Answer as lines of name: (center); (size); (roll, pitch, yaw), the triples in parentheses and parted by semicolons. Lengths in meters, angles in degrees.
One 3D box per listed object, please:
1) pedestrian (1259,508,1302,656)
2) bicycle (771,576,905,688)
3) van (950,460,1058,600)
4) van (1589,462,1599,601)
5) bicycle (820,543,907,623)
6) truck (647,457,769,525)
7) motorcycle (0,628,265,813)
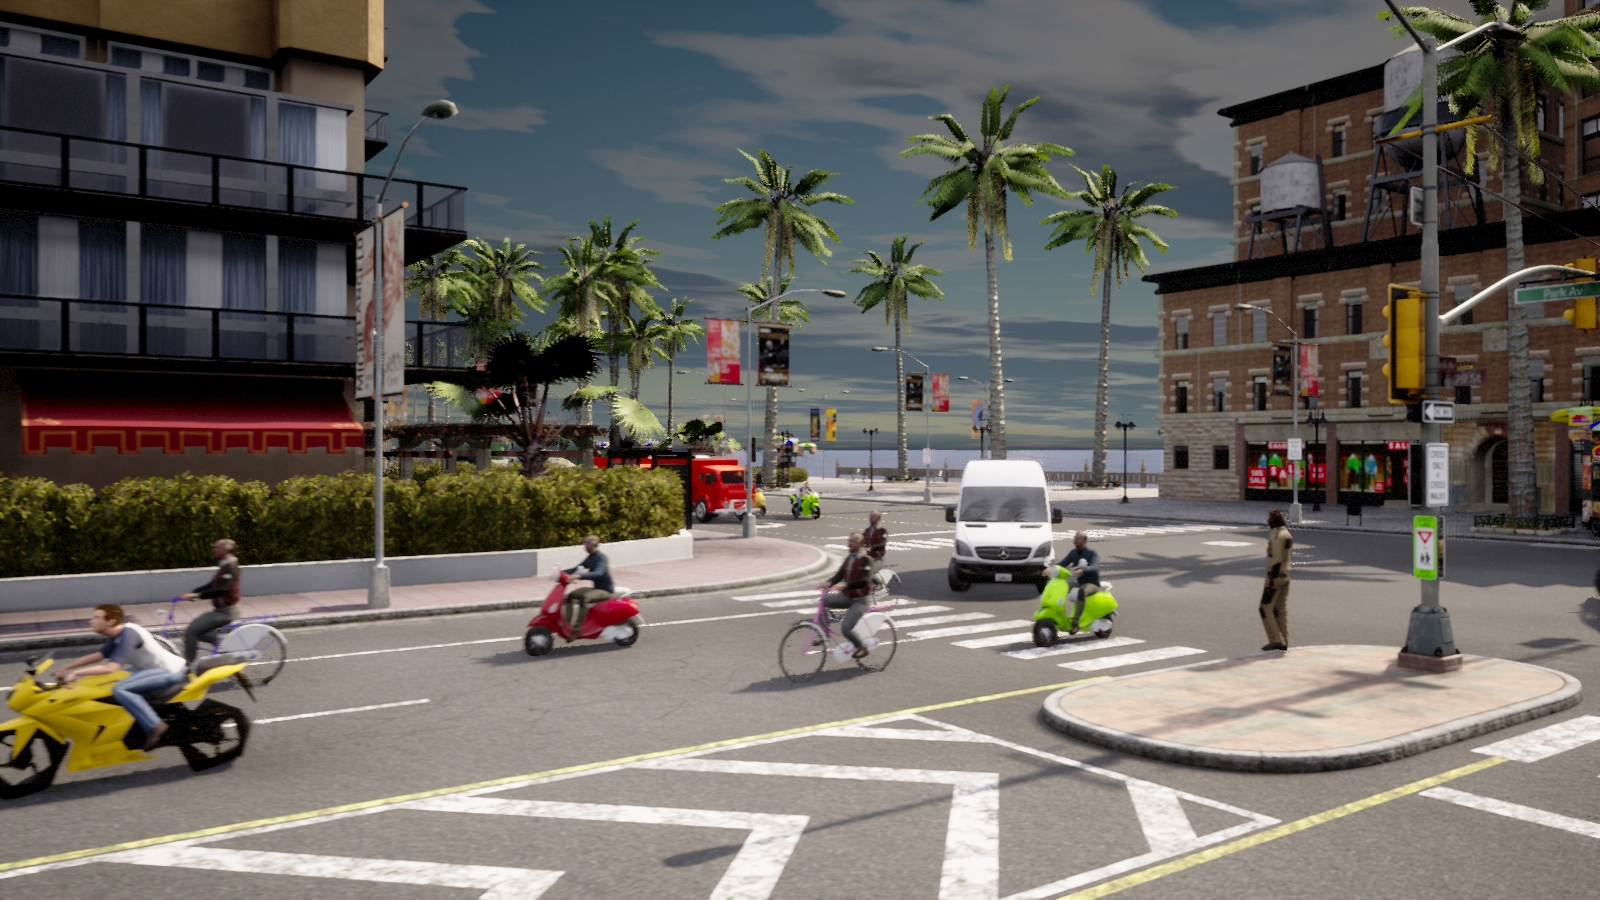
pedestrian: (6.224, 1.696, 14.805); (0.375, 1.860, 0.375); (0, 0, -40)
bicycle: (0.490, 2.205, 14.055); (1.835, 1.171, 0.329); (0, 0, -36)
van: (4.365, 1.524, 24.434); (1.988, 2.561, 5.915); (0, 0, 10)
van: (14.953, 1.521, 18.731); (1.988, 2.561, 5.915); (1, 0, 21)
bicycle: (1.088, 2.203, 19.177); (0.329, 1.171, 1.835); (0, 0, 45)
truck: (-3.764, 1.553, 45.723); (2.627, 2.467, 5.204); (0, 0, -34)
motorcycle: (-5.678, 2.212, 9.597); (2.033, 1.145, 0.803); (0, 0, -35)
